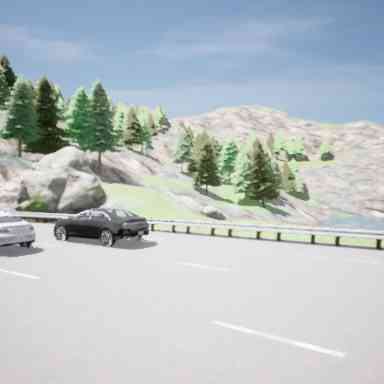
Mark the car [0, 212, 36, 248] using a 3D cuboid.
[{"bbox_3d":[-8.187,1.522,13.290,4.674,1.442,1.812,0,0,31],"label":"car"}]

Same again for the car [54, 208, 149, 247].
[{"bbox_3d":[-4.159,1.478,14.928,4.902,1.511,2.128,0,0,32],"label":"car"}]
